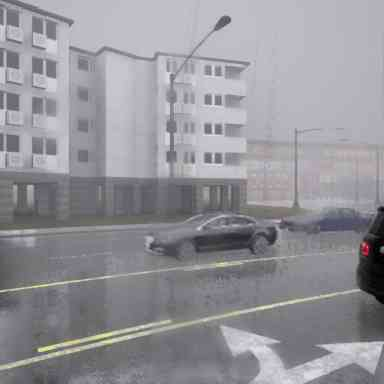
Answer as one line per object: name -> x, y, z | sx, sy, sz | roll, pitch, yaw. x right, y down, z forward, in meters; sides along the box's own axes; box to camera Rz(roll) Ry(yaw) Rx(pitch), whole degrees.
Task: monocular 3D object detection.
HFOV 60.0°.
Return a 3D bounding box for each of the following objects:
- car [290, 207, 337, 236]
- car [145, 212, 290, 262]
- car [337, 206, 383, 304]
car -> 7.559, 1.548, 18.277 | 5.357, 1.411, 2.033 | 0, 0, -17
car -> 0.776, 1.491, 11.990 | 4.902, 1.511, 2.128 | 0, 0, -24
car -> 5.729, 1.219, 6.300 | 5.566, 2.045, 2.150 | 0, 0, -23
